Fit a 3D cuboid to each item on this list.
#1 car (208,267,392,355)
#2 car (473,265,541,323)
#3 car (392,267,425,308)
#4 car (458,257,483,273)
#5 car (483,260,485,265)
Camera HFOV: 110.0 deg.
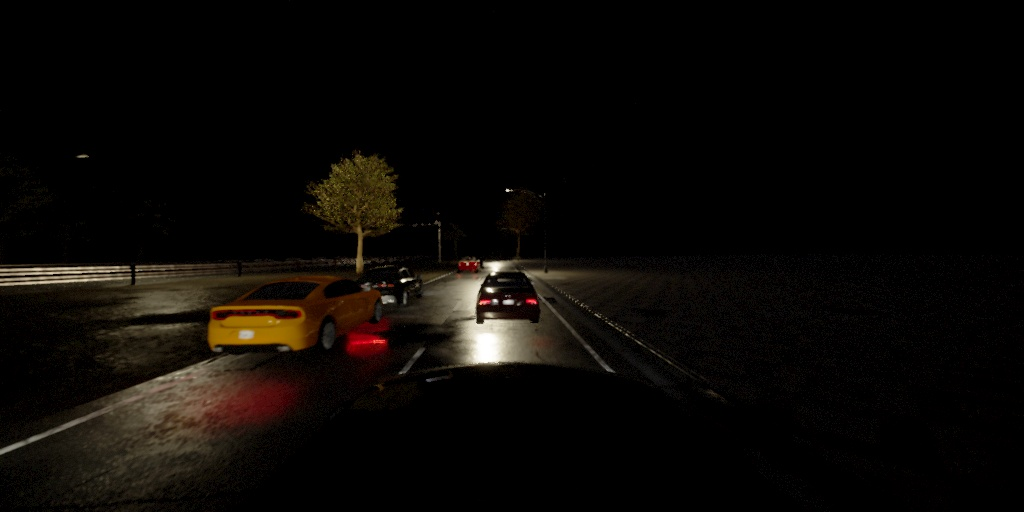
[{"bbox_3d":[-4.735,1.208,8.767,1.882,1.535,5.008,0,0,-2],"label":"car"},{"bbox_3d":[-0.172,1.218,11.739,2.033,1.411,5.357,0,0,-2],"label":"car"},{"bbox_3d":[-4.919,1.189,14.764,1.837,1.490,4.892,0,0,-2],"label":"car"},{"bbox_3d":[-4.542,0.843,38.320,2.097,1.767,4.553,0,0,-1],"label":"car"},{"bbox_3d":[-4.957,0.903,50.367,1.837,1.490,4.892,0,1,-2],"label":"car"}]
